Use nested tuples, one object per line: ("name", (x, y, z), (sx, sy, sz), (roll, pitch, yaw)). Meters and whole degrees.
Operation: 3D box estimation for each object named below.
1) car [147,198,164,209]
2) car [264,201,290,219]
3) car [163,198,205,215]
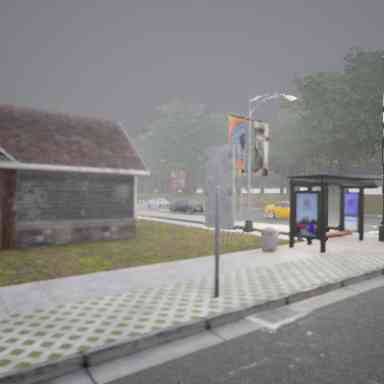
("car", (-4.237, 1.483, 43.806), (1.812, 1.442, 4.674), (1, -1, -35))
("car", (8.057, 1.475, 26.669), (1.882, 1.535, 5.008), (1, -1, -36))
("car", (-0.317, 1.469, 32.751), (2.033, 1.411, 5.357), (1, -1, -36))
